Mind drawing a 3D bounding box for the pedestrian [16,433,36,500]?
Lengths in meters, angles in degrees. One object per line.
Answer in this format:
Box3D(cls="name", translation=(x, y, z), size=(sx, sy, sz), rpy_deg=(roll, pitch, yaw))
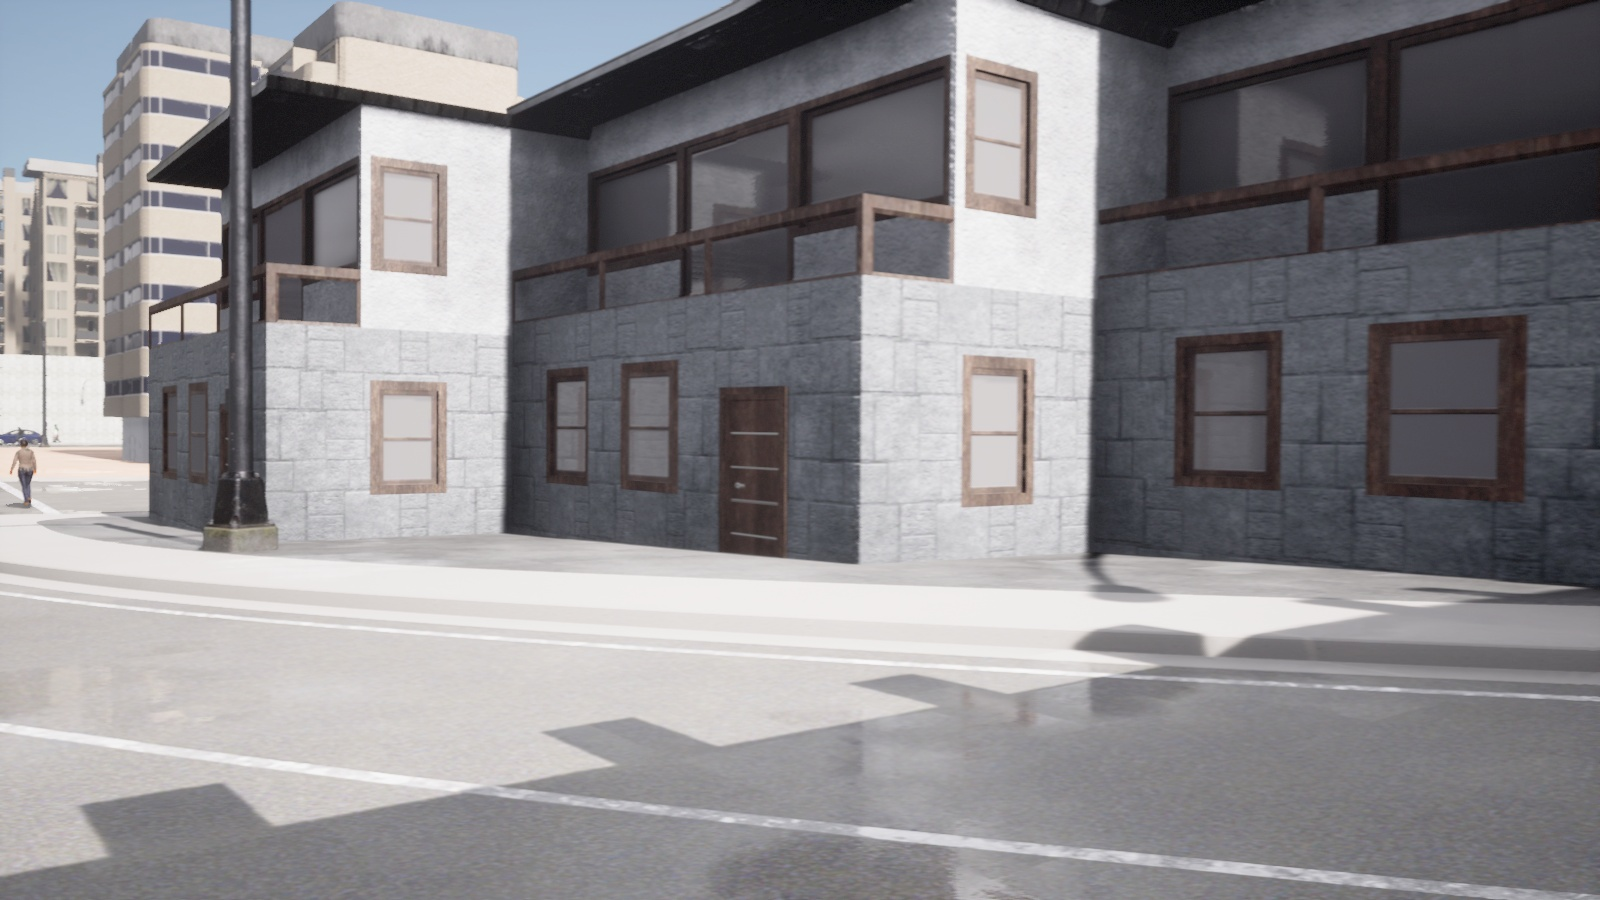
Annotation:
Box3D(cls="pedestrian", translation=(-21.364, 0.441, 34.669), size=(0.328, 1.805, 0.869), rpy_deg=(0, 1, -41))
